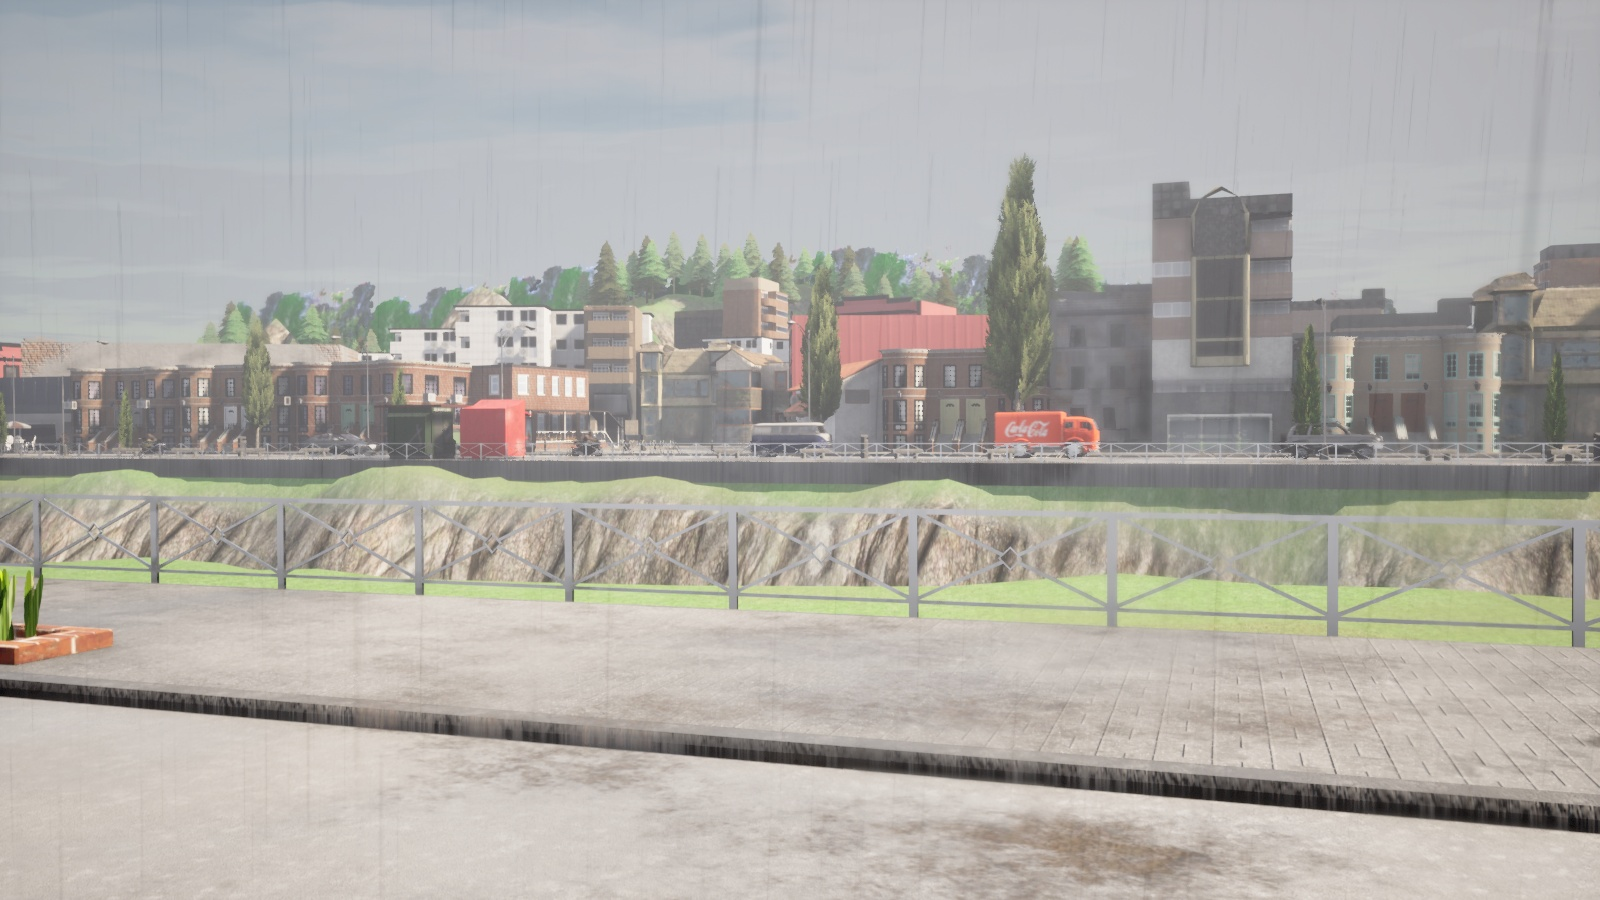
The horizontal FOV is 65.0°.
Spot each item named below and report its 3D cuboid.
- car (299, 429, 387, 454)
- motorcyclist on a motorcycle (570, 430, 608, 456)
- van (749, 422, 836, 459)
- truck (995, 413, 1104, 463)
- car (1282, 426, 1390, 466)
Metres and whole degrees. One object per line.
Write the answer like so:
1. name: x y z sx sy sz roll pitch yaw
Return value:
1. car: -28.569 -0.577 78.459 4.902 1.511 2.128 1 1 19
2. motorcyclist on a motorcycle: -12.234 -0.403 72.959 2.044 1.523 0.797 1 1 19
3. van: -0.408 -0.525 68.973 4.442 1.987 1.775 1 1 19
4. truck: 12.823 -0.644 64.514 5.204 2.467 2.627 1 1 19
5. car: 25.628 -0.225 60.206 4.605 1.855 1.932 1 1 19
